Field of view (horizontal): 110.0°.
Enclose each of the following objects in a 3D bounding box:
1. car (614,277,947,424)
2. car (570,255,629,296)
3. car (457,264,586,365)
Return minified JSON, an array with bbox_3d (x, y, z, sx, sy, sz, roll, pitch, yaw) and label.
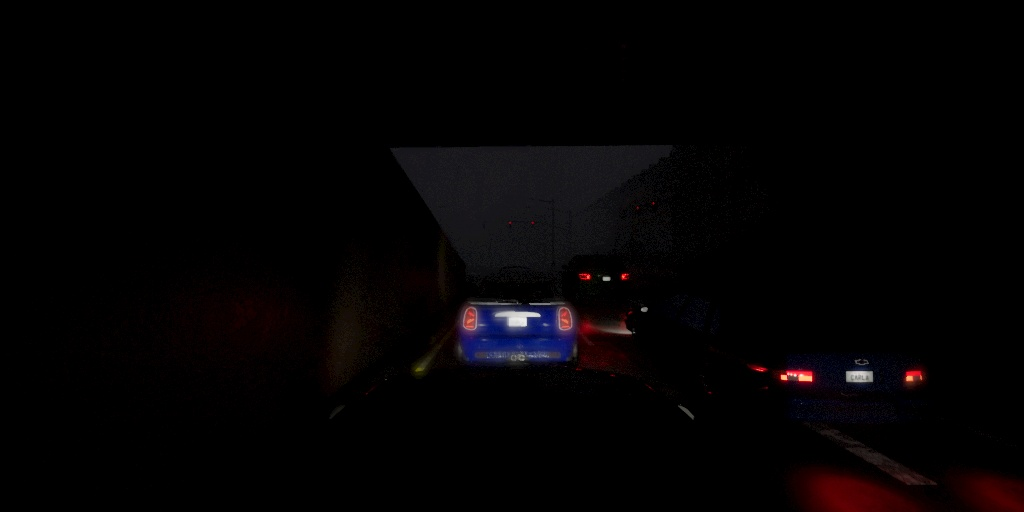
[{"bbox_3d":[3.611,1.297,6.228,2.033,1.411,5.357,0,0,0],"label":"car"},{"bbox_3d":[3.647,0.971,16.474,2.150,2.045,5.566,0,0,0],"label":"car"},{"bbox_3d":[0.108,1.102,7.999,2.097,1.767,4.553,0,0,0],"label":"car"}]
